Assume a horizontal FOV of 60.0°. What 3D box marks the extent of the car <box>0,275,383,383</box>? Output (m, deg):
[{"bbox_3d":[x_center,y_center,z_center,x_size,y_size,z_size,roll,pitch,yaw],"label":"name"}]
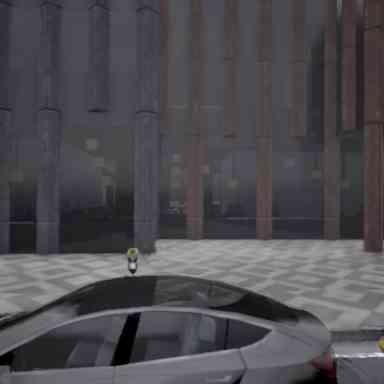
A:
[{"bbox_3d":[-0.795,1.591,3.289,4.313,1.339,1.947,1,-1,-3],"label":"car"}]
